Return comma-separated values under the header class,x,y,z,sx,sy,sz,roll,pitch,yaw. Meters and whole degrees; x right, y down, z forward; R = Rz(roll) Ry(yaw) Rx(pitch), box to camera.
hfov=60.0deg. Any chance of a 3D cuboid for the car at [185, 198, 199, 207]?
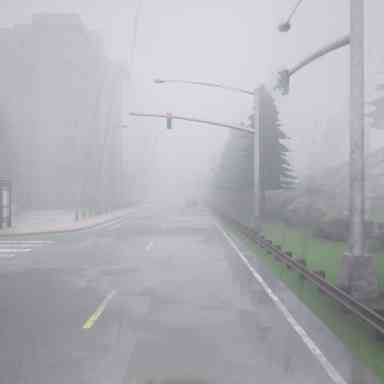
class,x,y,z,sx,sy,sz,roll,pitch,yaw
car,-0.013,1.564,50.635,1.994,1.385,4.181,0,0,0
